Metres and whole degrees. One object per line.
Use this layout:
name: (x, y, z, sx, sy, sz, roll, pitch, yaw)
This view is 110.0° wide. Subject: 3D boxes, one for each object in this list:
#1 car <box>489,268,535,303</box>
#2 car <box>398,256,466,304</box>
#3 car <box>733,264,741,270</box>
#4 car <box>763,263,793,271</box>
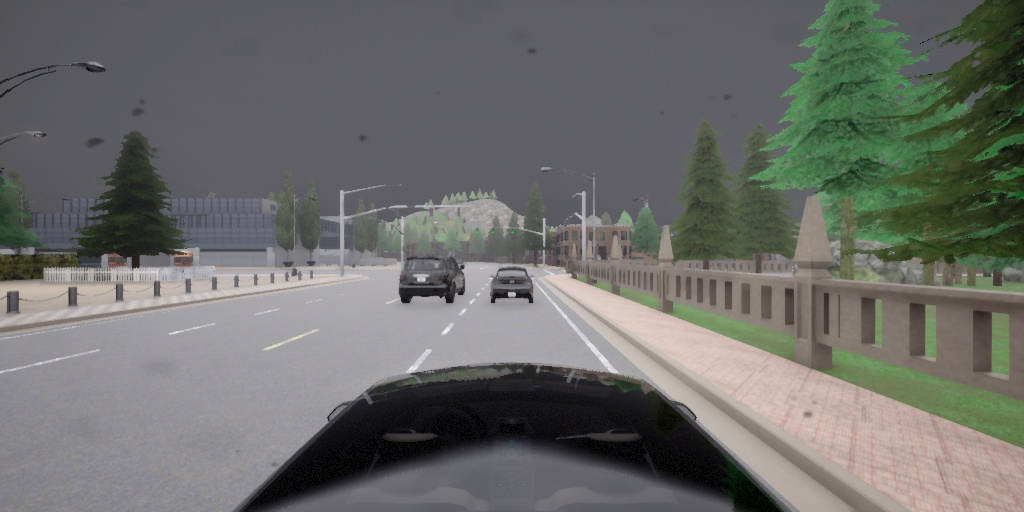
car: (0.000, 1.265, 16.500, 1.837, 1.490, 4.892, 0, 0, 0)
car: (-3.500, 1.007, 16.530, 2.150, 2.045, 5.566, 0, 0, 0)
car: (32.862, 1.404, 48.903, 4.718, 1.301, 1.895, 0, 0, 0)
car: (32.895, 1.310, 45.403, 4.674, 1.442, 1.812, 0, 0, 0)
